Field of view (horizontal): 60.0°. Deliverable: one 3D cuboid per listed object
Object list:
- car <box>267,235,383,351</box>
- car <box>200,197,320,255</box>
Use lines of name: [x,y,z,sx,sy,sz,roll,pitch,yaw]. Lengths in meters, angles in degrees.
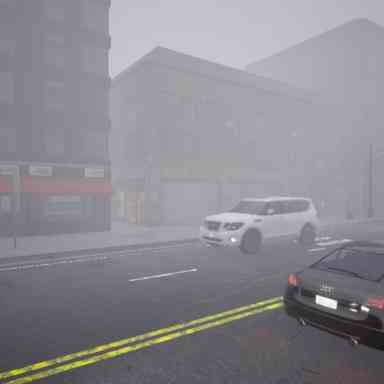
car: [3.585,1.564,5.976,4.181,1.385,1.994,0,0,-35]
car: [2.959,1.222,13.746,5.566,2.045,2.150,0,0,-35]
